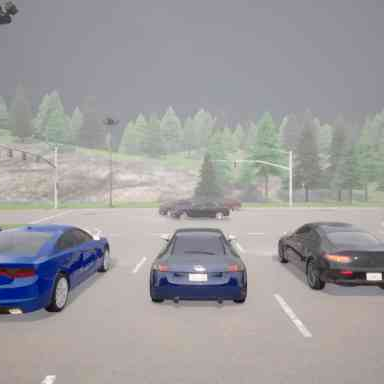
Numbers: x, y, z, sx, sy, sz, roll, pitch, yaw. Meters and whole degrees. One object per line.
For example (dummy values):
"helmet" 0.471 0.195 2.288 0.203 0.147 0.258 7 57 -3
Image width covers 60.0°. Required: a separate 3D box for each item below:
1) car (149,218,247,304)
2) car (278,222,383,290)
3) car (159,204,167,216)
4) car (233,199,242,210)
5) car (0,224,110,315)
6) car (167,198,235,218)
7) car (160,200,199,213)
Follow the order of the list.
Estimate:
"car" 0.161 1.564 8.216 1.994 1.385 4.181 0 0 1
"car" 3.678 1.526 8.953 1.812 1.442 4.674 0 0 1
"car" -0.588 1.505 30.386 4.892 1.490 1.837 0 0 -9
"car" 3.918 1.525 41.619 4.674 1.442 1.812 0 0 -7
"car" -3.351 1.478 7.718 1.882 1.535 5.008 0 0 1
"car" 0.656 1.505 27.041 4.892 1.490 1.837 0 0 -9
"car" -1.490 1.564 37.312 4.181 1.385 1.994 0 0 -9
